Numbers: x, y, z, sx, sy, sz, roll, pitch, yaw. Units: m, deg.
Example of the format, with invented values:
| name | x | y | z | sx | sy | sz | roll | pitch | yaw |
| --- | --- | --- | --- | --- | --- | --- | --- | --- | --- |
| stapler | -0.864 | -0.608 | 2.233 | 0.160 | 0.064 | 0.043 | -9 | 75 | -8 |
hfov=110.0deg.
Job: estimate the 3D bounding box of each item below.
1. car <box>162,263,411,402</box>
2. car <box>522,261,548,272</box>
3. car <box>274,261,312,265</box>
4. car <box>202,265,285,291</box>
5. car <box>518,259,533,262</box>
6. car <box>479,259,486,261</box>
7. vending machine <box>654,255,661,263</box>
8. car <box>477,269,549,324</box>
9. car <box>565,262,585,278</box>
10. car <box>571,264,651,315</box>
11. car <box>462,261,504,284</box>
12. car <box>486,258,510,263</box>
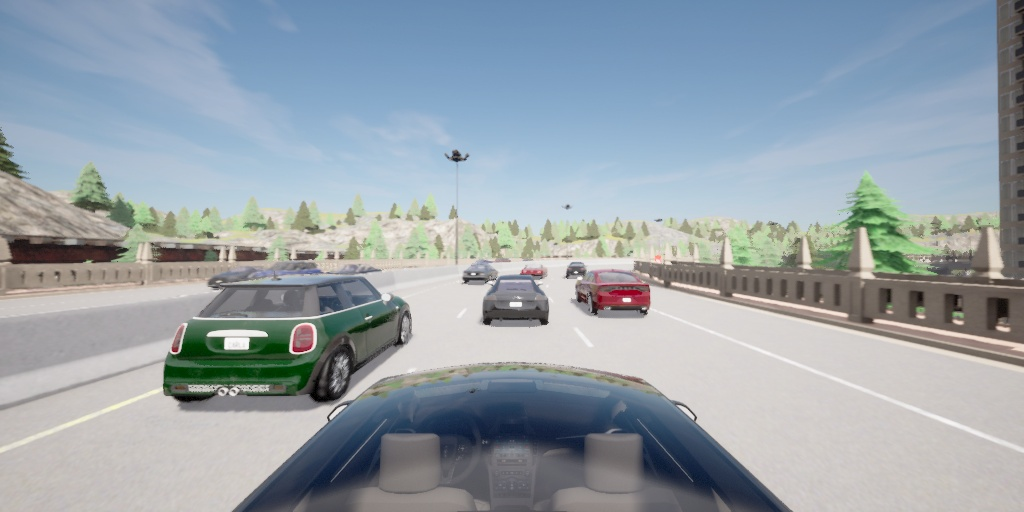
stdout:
| name | x | y | z | sx | sy | sz | roll | pitch | yaw |
| --- | --- | --- | --- | --- | --- | --- | --- | --- | --- |
| car | -3.399 | 1.103 | 6.556 | 2.097 | 1.767 | 4.553 | 0 | 0 | 0 |
| car | 2.073 | 1.337 | 31.641 | 1.895 | 1.301 | 4.718 | 0 | 0 | 12 |
| car | -13.582 | 1.111 | 21.735 | 2.097 | 1.767 | 4.553 | 0 | 0 | 6 |
| car | -16.969 | 1.326 | 22.971 | 1.994 | 1.385 | 4.181 | 0 | 0 | 6 |
| car | 2.380 | 1.254 | 62.289 | 1.837 | 1.490 | 4.892 | -1 | 0 | 29 |
| car | -5.382 | 1.313 | 62.617 | 1.812 | 1.442 | 4.674 | 0 | 0 | 28 |
| vending machine | 19.360 | 0.847 | 47.693 | 1.100 | 2.100 | 0.880 | 0 | 0 | 26 |
| car | 0.124 | 1.316 | 11.981 | 1.994 | 1.385 | 4.181 | 0 | 0 | 0 |
| car | 6.056 | 1.250 | 33.279 | 1.812 | 1.442 | 4.674 | 0 | 0 | 13 |
| car | 3.657 | 1.229 | 13.731 | 1.882 | 1.535 | 5.008 | 0 | 0 | 1 |
| car | -2.292 | 1.294 | 27.222 | 2.033 | 1.411 | 5.357 | 0 | 0 | 9 |
| car | -2.011 | 1.122 | 61.518 | 2.097 | 1.767 | 4.553 | 0 | 0 | 28 |
